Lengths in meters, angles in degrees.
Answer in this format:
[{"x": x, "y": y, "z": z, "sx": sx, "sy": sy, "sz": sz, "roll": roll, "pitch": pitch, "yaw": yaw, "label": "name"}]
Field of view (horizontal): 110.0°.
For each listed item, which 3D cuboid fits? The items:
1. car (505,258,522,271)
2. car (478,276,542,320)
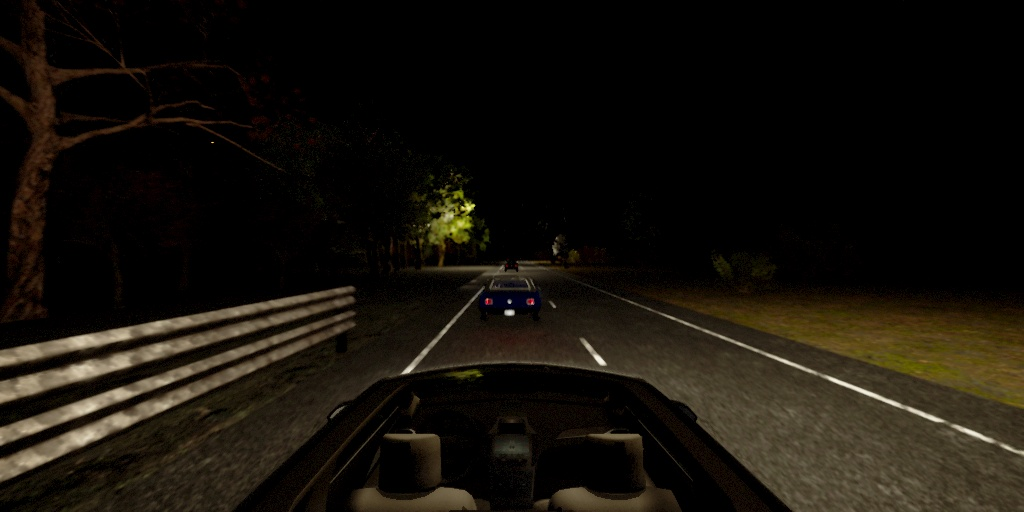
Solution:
[{"x": -0.067, "y": 1.338, "z": 49.623, "sx": 2.033, "sy": 1.411, "sz": 5.357, "roll": 0, "pitch": 0, "yaw": 0, "label": "car"}, {"x": -0.065, "y": 1.364, "z": 12.673, "sx": 1.895, "sy": 1.301, "sz": 4.718, "roll": 0, "pitch": 0, "yaw": 0, "label": "car"}]
